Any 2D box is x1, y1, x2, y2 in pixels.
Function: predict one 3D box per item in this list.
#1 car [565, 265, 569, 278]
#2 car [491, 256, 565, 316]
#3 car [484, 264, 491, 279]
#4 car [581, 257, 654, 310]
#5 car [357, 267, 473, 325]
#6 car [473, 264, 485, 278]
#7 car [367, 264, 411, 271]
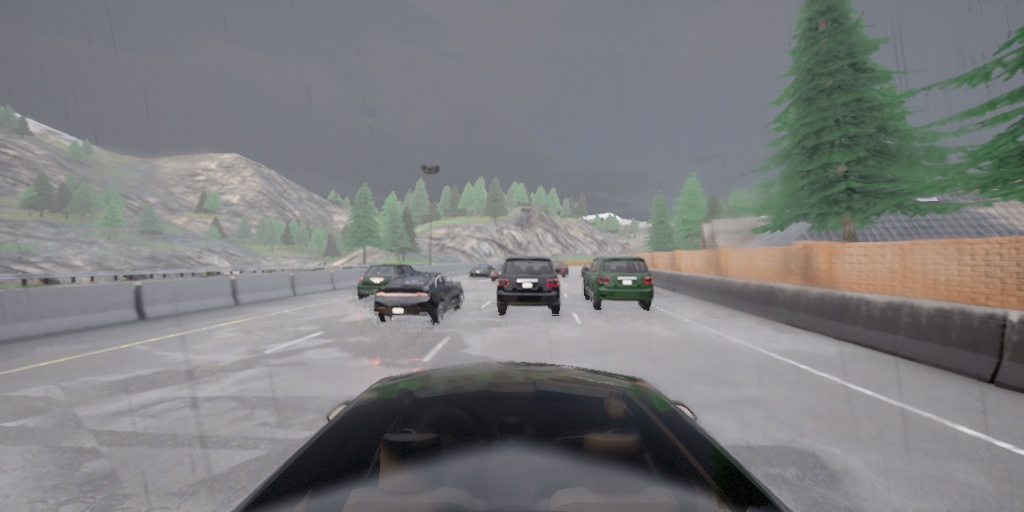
[{"bbox_3d":[4.728,1.281,37.453,2.097,1.767,4.553,0,0,14],"label":"car"},{"bbox_3d":[0.707,1.030,13.946,2.150,2.045,5.566,0,0,5],"label":"car"},{"bbox_3d":[-0.449,1.431,30.631,2.033,1.411,5.357,0,0,11],"label":"car"},{"bbox_3d":[4.352,1.046,15.378,2.150,2.045,5.566,0,0,6],"label":"car"},{"bbox_3d":[-2.917,1.283,12.141,2.128,1.511,4.902,0,0,4],"label":"car"},{"bbox_3d":[-2.778,1.468,36.191,1.994,1.385,4.181,0,0,13],"label":"car"},{"bbox_3d":[-5.857,1.164,18.224,2.097,1.767,4.553,0,0,6],"label":"car"}]
